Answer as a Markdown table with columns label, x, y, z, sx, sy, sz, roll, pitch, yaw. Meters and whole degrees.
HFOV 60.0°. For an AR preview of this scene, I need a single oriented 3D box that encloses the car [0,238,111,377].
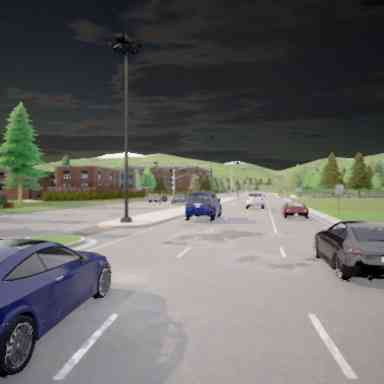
| label | x | y | z | sx | sy | sz | roll | pitch | yaw |
| --- | --- | --- | --- | --- | --- | --- | --- | --- | --- |
| car | -2.861 | 1.491 | 5.442 | 1.812 | 1.442 | 4.674 | 0 | 0 | 6 |

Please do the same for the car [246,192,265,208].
| label | x | y | z | sx | sy | sz | roll | pitch | yaw |
| --- | --- | --- | --- | --- | --- | --- | --- | --- | --- |
| car | 8.156 | 1.000 | 42.731 | 2.150 | 2.045 | 5.566 | 0 | 0 | 12 |

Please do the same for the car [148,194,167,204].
| label | x | y | z | sx | sy | sz | roll | pitch | yaw |
| --- | --- | --- | --- | --- | --- | --- | --- | --- | --- |
| car | -5.214 | 1.050 | 52.374 | 2.033 | 1.411 | 5.357 | 0 | 0 | 12 |

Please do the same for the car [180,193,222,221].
| label | x | y | z | sx | sy | sz | roll | pitch | yaw |
| --- | --- | --- | --- | --- | --- | --- | --- | --- | --- |
| car | 0.967 | 1.080 | 25.928 | 2.150 | 2.045 | 5.566 | 0 | 0 | 12 |

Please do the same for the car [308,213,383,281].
| label | x | y | z | sx | sy | sz | roll | pitch | yaw |
| --- | --- | --- | --- | --- | --- | --- | --- | --- | --- |
| car | 4.843 | 1.518 | 9.593 | 1.994 | 1.385 | 4.181 | 0 | 0 | 9 |

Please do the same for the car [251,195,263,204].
| label | x | y | z | sx | sy | sz | roll | pitch | yaw |
| --- | --- | --- | --- | --- | --- | --- | --- | --- | --- |
| car | 11.197 | 1.266 | 57.337 | 1.994 | 1.385 | 4.181 | 0 | 0 | 12 |

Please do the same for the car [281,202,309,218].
| label | x | y | z | sx | sy | sz | roll | pitch | yaw |
| --- | --- | --- | --- | --- | --- | --- | --- | --- | --- |
| car | 8.548 | 1.460 | 27.907 | 1.895 | 1.301 | 4.718 | 0 | 0 | 12 |

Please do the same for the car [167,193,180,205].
| label | x | y | z | sx | sy | sz | roll | pitch | yaw |
| --- | --- | --- | --- | --- | --- | --- | --- | --- | --- |
| car | -1.786 | 0.987 | 51.667 | 2.097 | 1.767 | 4.553 | 0 | 0 | 12 |
